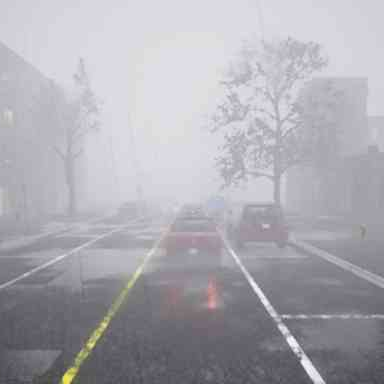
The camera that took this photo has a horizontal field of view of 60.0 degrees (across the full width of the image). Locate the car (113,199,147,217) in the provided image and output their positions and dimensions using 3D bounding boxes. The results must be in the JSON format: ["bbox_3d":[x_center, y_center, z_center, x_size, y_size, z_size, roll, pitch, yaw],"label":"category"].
[{"bbox_3d":[-5.692,1.538,31.084,1.887,1.381,4.507,0,0,0],"label":"car"}]

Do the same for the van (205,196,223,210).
[{"bbox_3d":[2.686,1.333,36.629,1.690,1.788,3.998,-1,0,0],"label":"van"}]

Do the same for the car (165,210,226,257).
[{"bbox_3d":[0.063,1.598,12.880,1.895,1.301,4.718,0,0,0],"label":"car"}]

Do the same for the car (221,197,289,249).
[{"bbox_3d":[2.686,1.312,14.452,2.192,1.841,5.009,-1,0,0],"label":"car"}]

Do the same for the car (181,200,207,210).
[{"bbox_3d":[0.063,1.595,27.856,1.895,1.301,4.718,0,0,0],"label":"car"}]

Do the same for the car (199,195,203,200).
[{"bbox_3d":[2.687,1.502,85.950,1.752,1.417,4.829,-1,0,0],"label":"car"}]

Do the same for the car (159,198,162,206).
[{"bbox_3d":[-5.693,1.514,47.547,1.752,1.417,4.829,0,0,0],"label":"car"}]

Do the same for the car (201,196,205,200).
[{"bbox_3d":[2.688,1.554,47.717,1.947,1.339,4.313,-1,0,0],"label":"car"}]

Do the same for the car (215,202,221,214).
[{"bbox_3d":[2.688,1.546,19.996,2.008,1.369,4.403,-1,0,0],"label":"car"}]

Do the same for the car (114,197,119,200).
[{"bbox_3d":[-18.196,1.709,73.579,4.313,1.339,1.947,-1,1,-1],"label":"car"}]

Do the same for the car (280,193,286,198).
[{"bbox_3d":[19.937,1.077,65.875,5.009,1.841,2.192,-1,1,-1],"label":"car"}]

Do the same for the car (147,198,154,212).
[{"bbox_3d":[-5.693,1.537,36.629,1.887,1.381,4.507,0,0,0],"label":"car"}]

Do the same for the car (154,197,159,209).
[{"bbox_3d":[-5.693,1.535,42.173,1.887,1.381,4.507,0,0,0],"label":"car"}]

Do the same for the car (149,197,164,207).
[{"bbox_3d":[-5.692,1.532,53.261,1.887,1.381,4.507,0,0,0],"label":"car"}]

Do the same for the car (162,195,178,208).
[{"bbox_3d":[-3.076,1.514,48.677,1.812,1.442,4.674,0,0,0],"label":"car"}]

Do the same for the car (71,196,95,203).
[{"bbox_3d":[-24.020,1.738,73.474,4.829,1.417,1.752,-1,1,-1],"label":"car"}]

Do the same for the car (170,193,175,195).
[{"bbox_3d":[-5.692,1.559,85.780,1.802,1.307,4.206,0,0,0],"label":"car"}]

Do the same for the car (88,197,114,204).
[{"bbox_3d":[-18.078,1.659,65.231,4.097,1.590,1.967,-1,1,-1],"label":"car"}]
